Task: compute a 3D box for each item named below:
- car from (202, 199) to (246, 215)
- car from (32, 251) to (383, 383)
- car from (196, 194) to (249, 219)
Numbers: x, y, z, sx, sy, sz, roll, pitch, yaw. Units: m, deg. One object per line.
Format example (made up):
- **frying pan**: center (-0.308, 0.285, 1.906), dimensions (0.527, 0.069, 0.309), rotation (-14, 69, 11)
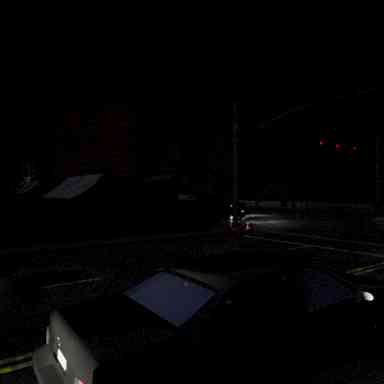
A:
- **car**: center (3.243, 1.525, 34.265), dimensions (1.812, 1.442, 4.674), rotation (0, 0, -37)
- **car**: center (0.884, 1.547, 4.440), dimensions (5.357, 1.411, 2.033), rotation (0, 0, -35)
- **car**: center (2.482, 1.221, 29.429), dimensions (2.150, 2.045, 5.566), rotation (0, 0, -37)
